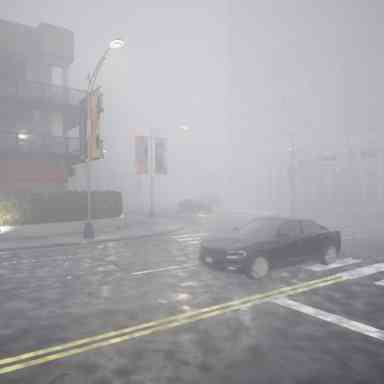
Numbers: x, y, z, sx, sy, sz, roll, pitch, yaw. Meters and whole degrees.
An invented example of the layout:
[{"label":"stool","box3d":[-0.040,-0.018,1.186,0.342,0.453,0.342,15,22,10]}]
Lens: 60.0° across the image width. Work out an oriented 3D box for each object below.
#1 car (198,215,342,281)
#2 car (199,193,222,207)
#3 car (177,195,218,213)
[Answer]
[{"label":"car","box3d":[2.483,1.477,10.021,5.008,1.535,1.882,0,0,-35]},{"label":"car","box3d":[2.035,1.221,48.838,2.150,2.045,5.566,0,0,-33]},{"label":"car","box3d":[0.267,1.478,37.130,1.882,1.535,5.008,0,0,-35]}]
